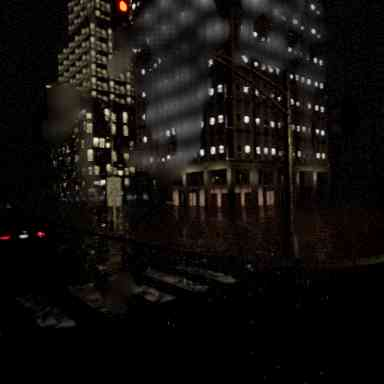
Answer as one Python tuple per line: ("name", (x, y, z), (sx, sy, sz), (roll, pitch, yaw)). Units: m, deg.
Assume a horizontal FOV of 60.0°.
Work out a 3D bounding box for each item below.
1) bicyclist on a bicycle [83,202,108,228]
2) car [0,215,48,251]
("bicyclist on a bicycle", (-6.021, 1.420, 20.737), (1.656, 1.620, 0.582), (-2, 0, -39))
("car", (-7.747, 1.715, 14.131), (2.033, 1.411, 5.357), (-1, 0, -40))
